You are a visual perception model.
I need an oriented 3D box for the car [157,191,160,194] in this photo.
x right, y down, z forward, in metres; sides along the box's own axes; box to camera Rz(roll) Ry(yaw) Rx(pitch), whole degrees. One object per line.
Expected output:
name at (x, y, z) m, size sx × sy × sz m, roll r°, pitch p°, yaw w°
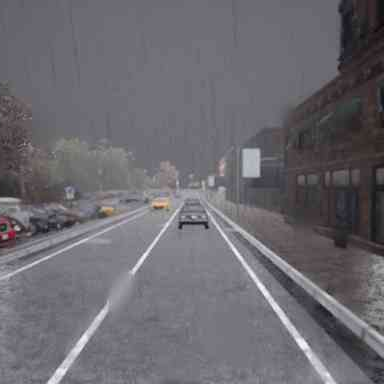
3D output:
car at (-9.358, 1.104, 65.705) m, size 5.008 × 1.535 × 2.097 m, roll 0°, pitch 0°, yaw 0°

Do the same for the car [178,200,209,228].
car at (0.089, 1.474, 21.351) m, size 2.033 × 1.411 × 5.357 m, roll 0°, pitch 0°, yaw 0°

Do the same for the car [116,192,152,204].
car at (-9.457, 1.190, 54.401) m, size 4.792 × 1.488 × 2.163 m, roll 0°, pitch 0°, yaw 0°

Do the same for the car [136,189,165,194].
car at (-9.303, 0.825, 71.354) m, size 5.566 × 2.045 × 2.435 m, roll 0°, pitch 0°, yaw 0°

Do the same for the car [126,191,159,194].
car at (-9.565, 1.115, 62.880) m, size 5.366 × 1.575 × 1.946 m, roll 0°, pitch 0°, yaw 0°

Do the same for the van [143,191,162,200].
van at (-9.401, 0.805, 79.711) m, size 4.442 × 1.987 × 1.878 m, roll 0°, pitch 1°, yaw 0°

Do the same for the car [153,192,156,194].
car at (-9.398, 1.172, 60.053) m, size 4.674 × 1.452 × 2.002 m, roll 0°, pitch 0°, yaw 0°

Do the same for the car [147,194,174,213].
car at (-3.363, 1.347, 35.999) m, size 1.882 × 1.535 × 5.008 m, roll 0°, pitch 0°, yaw 0°

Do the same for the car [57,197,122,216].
car at (-9.129, 1.432, 28.425) m, size 5.366 × 1.575 × 1.946 m, roll 0°, pitch 0°, yaw 0°

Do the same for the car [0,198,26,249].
car at (-9.336, 1.235, 11.725) m, size 5.566 × 2.045 × 2.435 m, roll 0°, pitch 0°, yaw 0°

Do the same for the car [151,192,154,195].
car at (-9.414, 1.186, 57.228) m, size 4.674 × 1.452 × 2.002 m, roll 0°, pitch 0°, yaw 0°

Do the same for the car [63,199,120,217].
car at (-9.322, 1.467, 31.067) m, size 4.674 × 1.452 × 2.002 m, roll -1°, pitch 0°, yaw 1°

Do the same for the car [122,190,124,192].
car at (-21.760, 0.681, 91.041) m, size 4.553 × 1.767 × 2.185 m, roll 0°, pitch 1°, yaw 0°

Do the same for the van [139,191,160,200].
van at (-9.432, 0.836, 74.181) m, size 4.442 × 1.987 × 1.878 m, roll 0°, pitch 0°, yaw 0°

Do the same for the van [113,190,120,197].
van at (-21.705, 0.706, 85.515) m, size 4.442 × 1.987 × 1.878 m, roll 0°, pitch 1°, yaw 0°

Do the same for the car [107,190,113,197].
car at (-21.848, 0.795, 76.905) m, size 5.566 × 2.045 × 2.435 m, roll 0°, pitch 0°, yaw 0°

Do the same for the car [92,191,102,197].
car at (-21.932, 1.089, 68.560) m, size 4.892 × 1.521 × 2.231 m, roll 0°, pitch 0°, yaw 0°

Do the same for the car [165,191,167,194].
car at (-9.270, 1.031, 82.671) m, size 4.674 × 1.452 × 2.002 m, roll 0°, pitch 1°, yaw 0°

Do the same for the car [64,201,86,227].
car at (-9.310, 1.490, 20.076) m, size 4.792 × 1.488 × 2.163 m, roll 0°, pitch 0°, yaw 0°

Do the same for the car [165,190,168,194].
car at (-9.249, 0.972, 85.505) m, size 4.674 × 1.452 × 2.002 m, roll 0°, pitch 1°, yaw 0°

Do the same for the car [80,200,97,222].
car at (-9.334, 1.492, 22.859) m, size 4.674 × 1.452 × 2.002 m, roll 0°, pitch 0°, yaw 0°

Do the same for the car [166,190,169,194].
car at (-9.230, 0.868, 88.329) m, size 5.008 × 1.535 × 2.097 m, roll 0°, pitch 1°, yaw 0°

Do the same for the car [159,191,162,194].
car at (-9.353, 1.090, 68.530) m, size 5.008 × 1.535 × 2.097 m, roll 0°, pitch 0°, yaw 0°

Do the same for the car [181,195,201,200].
car at (0.078, 1.331, 42.632) m, size 2.128 × 1.511 × 4.902 m, roll 0°, pitch 0°, yaw 0°

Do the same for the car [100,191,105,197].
car at (-21.880, 1.104, 71.259) m, size 4.792 × 1.488 × 2.163 m, roll 0°, pitch 0°, yaw 0°

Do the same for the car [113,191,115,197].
car at (-21.854, 1.029, 79.741) m, size 5.008 × 1.535 × 2.097 m, roll 0°, pitch 0°, yaw 0°

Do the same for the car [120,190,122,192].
car at (-21.839, 0.897, 88.347) m, size 4.792 × 1.488 × 2.163 m, roll 0°, pitch 1°, yaw 0°

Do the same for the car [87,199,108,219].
car at (-9.352, 1.473, 25.642) m, size 4.792 × 1.488 × 2.163 m, roll 0°, pitch 0°, yaw 0°

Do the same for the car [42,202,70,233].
car at (-9.341, 1.470, 17.292) m, size 4.892 × 1.521 × 2.231 m, roll 0°, pitch 0°, yaw 0°

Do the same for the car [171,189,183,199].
car at (-3.225, 0.738, 77.787) m, size 2.097 × 1.767 × 4.553 m, roll 0°, pitch 1°, yaw 0°

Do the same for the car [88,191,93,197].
car at (-21.954, 1.117, 62.788) m, size 5.008 × 1.535 × 2.097 m, roll 0°, pitch 0°, yaw 0°

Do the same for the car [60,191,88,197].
car at (-21.943, 1.005, 60.088) m, size 4.553 × 1.767 × 2.185 m, roll 0°, pitch 0°, yaw 0°

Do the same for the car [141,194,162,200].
car at (-9.302, 1.088, 77.007) m, size 4.674 × 1.452 × 2.002 m, roll 0°, pitch 0°, yaw 0°

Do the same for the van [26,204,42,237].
van at (-9.240, 1.252, 14.384) m, size 4.442 × 1.987 × 1.878 m, roll 0°, pitch 0°, yaw 0°

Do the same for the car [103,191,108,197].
car at (-21.863, 1.090, 74.082) m, size 4.792 × 1.488 × 2.163 m, roll 0°, pitch 0°, yaw 0°
